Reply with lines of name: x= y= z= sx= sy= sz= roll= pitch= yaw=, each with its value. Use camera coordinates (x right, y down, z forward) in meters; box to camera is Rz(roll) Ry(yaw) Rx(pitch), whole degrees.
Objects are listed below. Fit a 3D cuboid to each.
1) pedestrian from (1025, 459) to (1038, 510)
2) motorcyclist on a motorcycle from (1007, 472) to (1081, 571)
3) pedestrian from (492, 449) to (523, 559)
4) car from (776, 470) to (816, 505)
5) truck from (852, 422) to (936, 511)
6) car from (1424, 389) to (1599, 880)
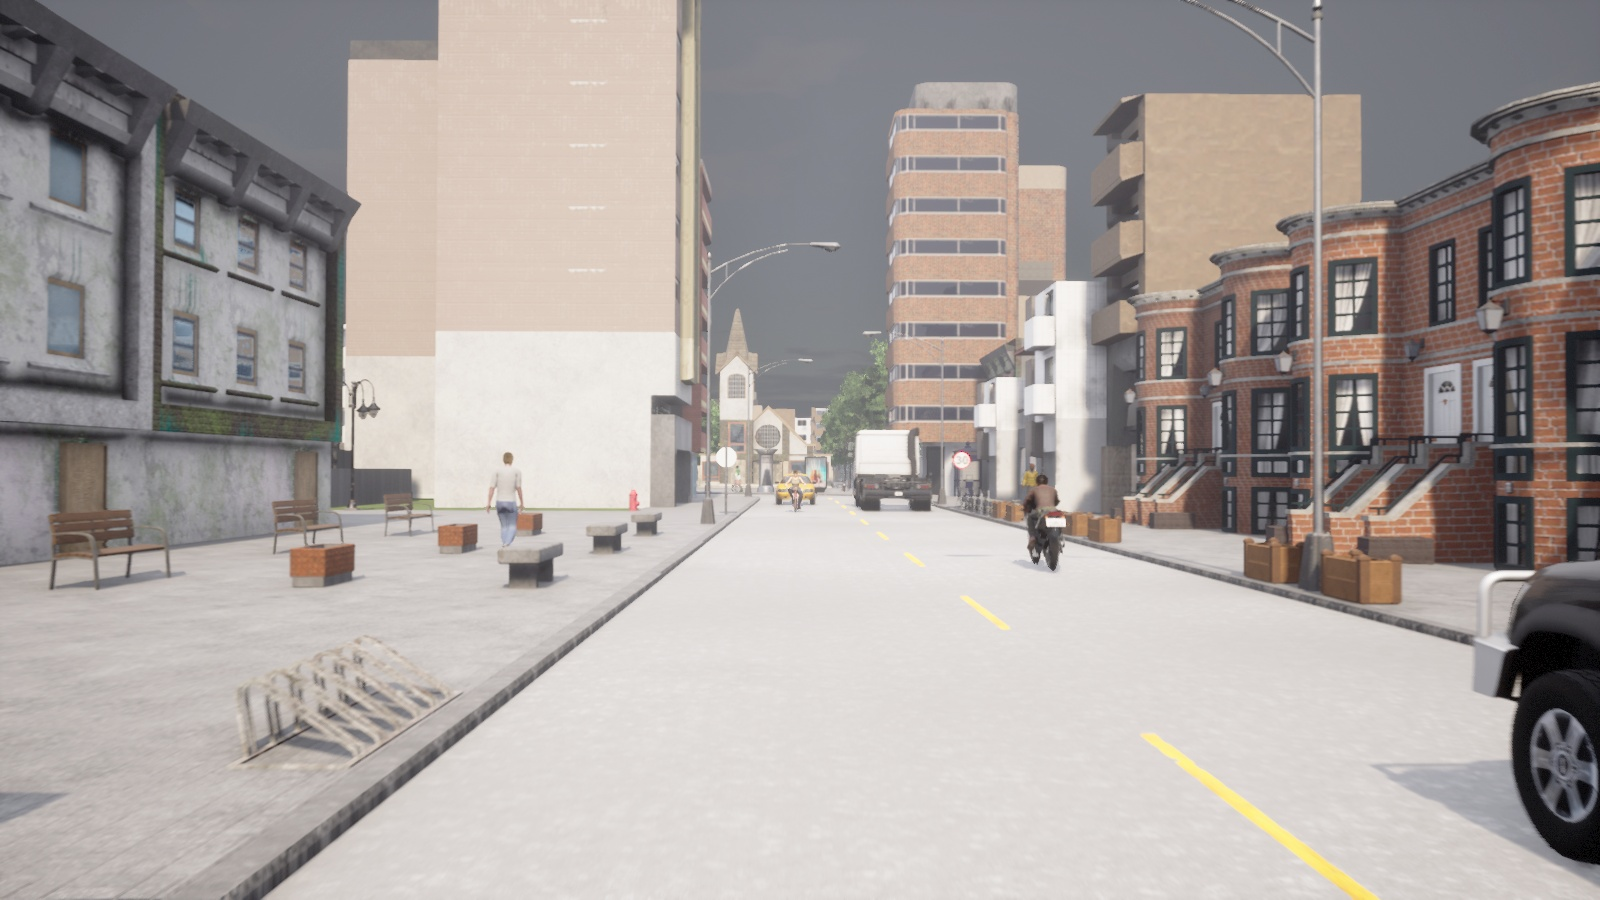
pedestrian: x=8.461 y=1.249 z=45.916 sx=0.370 sy=1.835 sz=0.726 roll=0 pitch=-1 yaw=2
motorcyclist on a motorcycle: x=3.952 y=1.124 z=20.498 sx=0.797 sy=1.523 sz=2.044 roll=0 pitch=-1 yaw=0
pedestrian: x=-4.957 y=0.900 z=21.287 sx=0.354 sy=1.836 sz=0.706 roll=0 pitch=-1 yaw=0
car: x=-0.185 y=1.748 z=59.340 sx=1.801 sy=1.575 sz=5.366 roll=0 pitch=-1 yaw=0
truck: x=3.825 y=0.705 z=53.000 sx=2.891 sy=3.462 sz=7.936 roll=0 pitch=-1 yaw=0
car: x=3.991 y=0.678 z=3.755 sx=1.932 sy=1.855 sz=4.605 roll=0 pitch=-1 yaw=0
